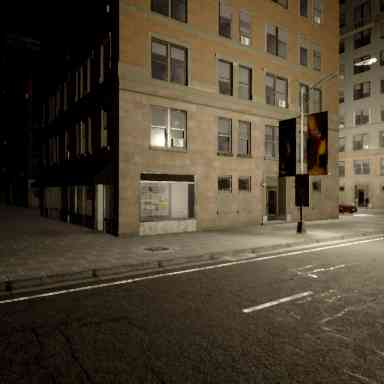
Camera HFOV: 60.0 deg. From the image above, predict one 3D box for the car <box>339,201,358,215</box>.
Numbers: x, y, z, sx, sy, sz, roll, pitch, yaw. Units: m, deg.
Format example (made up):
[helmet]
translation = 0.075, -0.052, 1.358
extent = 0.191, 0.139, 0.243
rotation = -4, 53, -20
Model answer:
[car]
translation = 14.710, 1.547, 34.271
extent = 1.994, 1.385, 4.181
rotation = 0, 0, -35
